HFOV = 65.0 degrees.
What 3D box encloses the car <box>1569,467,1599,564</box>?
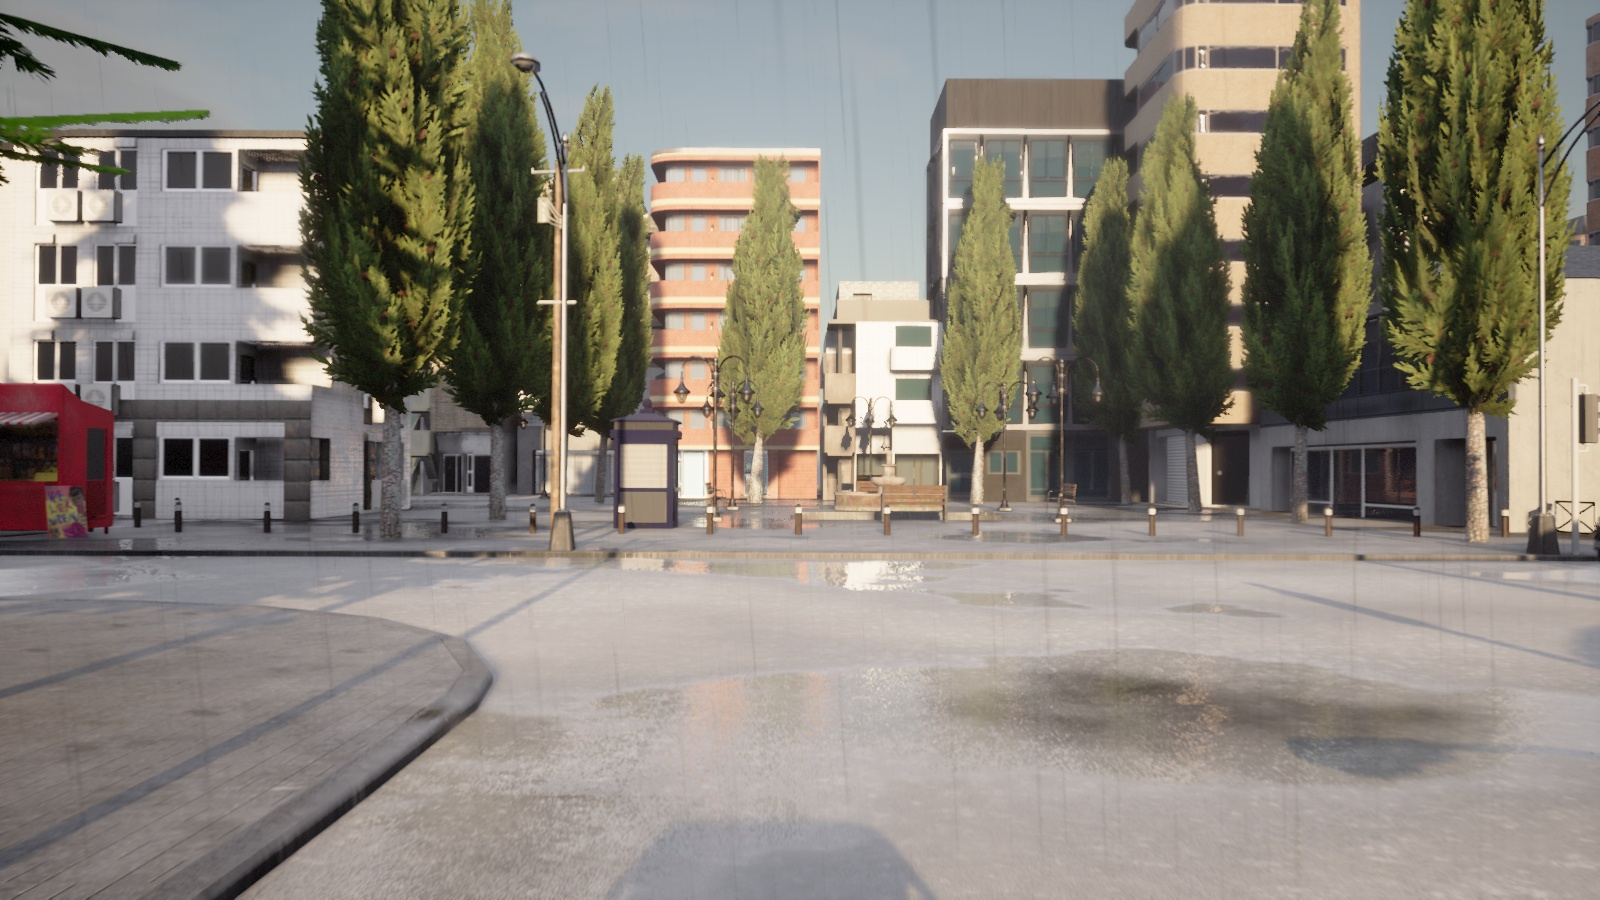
[{"bbox_3d":[14.615,1.035,19.921,3.705,1.549,1.789,0,-1,0],"label":"car"}]
